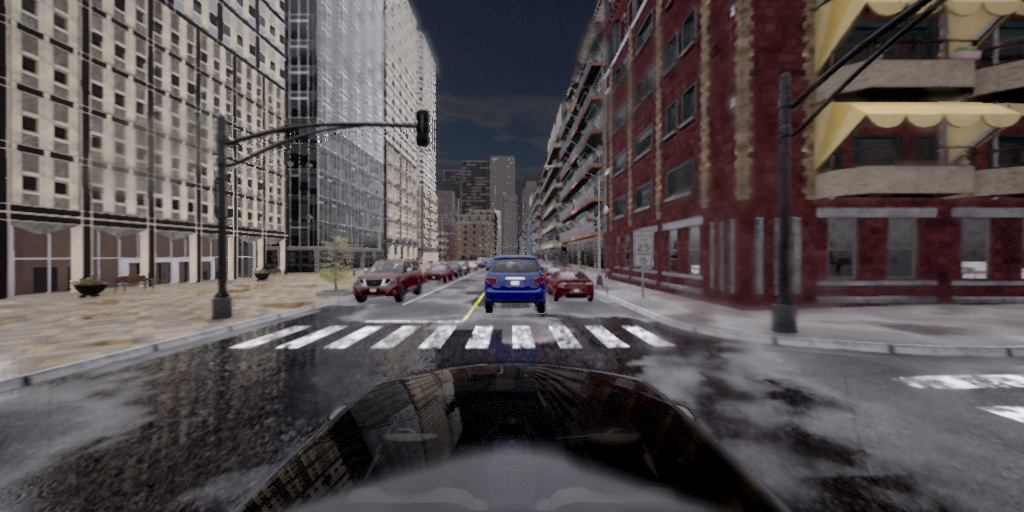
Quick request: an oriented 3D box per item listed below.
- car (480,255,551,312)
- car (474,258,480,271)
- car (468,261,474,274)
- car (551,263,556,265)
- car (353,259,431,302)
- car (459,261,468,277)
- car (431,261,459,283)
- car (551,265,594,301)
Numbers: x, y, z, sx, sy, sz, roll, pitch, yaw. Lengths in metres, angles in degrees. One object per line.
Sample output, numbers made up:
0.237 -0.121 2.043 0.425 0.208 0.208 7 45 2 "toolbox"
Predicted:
0.107 0.985 14.456 2.150 2.045 5.566 0 0 0 "car"
-5.668 1.344 50.177 1.751 1.417 4.829 0 0 0 "car"
-5.673 1.238 39.292 1.967 1.591 4.097 0 0 0 "car"
2.699 1.319 22.704 1.888 1.381 4.507 0 0 0 "car"
-5.684 1.082 17.182 2.192 1.841 5.009 0 0 0 "car"
-5.676 1.355 33.765 1.948 1.339 4.313 0 0 0 "car"
-5.679 1.326 28.237 1.888 1.381 4.507 0 0 0 "car"
2.696 1.312 17.177 1.888 1.381 4.507 0 0 0 "car"
